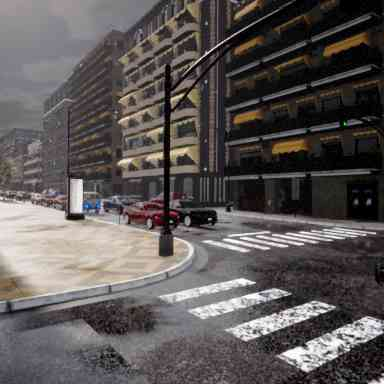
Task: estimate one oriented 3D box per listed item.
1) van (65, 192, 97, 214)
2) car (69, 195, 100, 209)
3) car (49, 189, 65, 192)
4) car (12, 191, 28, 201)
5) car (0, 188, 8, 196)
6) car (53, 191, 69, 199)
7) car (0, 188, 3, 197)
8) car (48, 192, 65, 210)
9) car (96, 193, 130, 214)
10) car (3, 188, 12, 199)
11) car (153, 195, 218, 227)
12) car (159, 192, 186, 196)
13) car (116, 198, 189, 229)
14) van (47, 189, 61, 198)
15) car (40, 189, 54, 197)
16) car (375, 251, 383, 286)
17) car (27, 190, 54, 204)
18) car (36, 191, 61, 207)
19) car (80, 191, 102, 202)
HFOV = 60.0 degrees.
[{"bbox_3d":[-9.071,0.881,28.218,1.690,1.788,3.998,2,0,-36],"label":"van"},{"bbox_3d":[-11.826,1.039,36.369,1.895,1.301,4.718,1,0,-36],"label":"car"},{"bbox_3d":[-17.682,0.635,44.463,2.097,1.767,4.553,1,0,-36],"label":"car"},{"bbox_3d":[-25.748,0.542,51.063,1.967,1.590,4.097,2,0,-36],"label":"car"},{"bbox_3d":[-42.419,-0.022,73.909,2.192,1.841,5.009,2,0,-36],"label":"car"},{"bbox_3d":[-25.757,0.530,65.286,1.752,1.417,4.829,2,0,-36],"label":"car"},{"bbox_3d":[-39.091,0.301,69.339,2.008,1.369,4.403,2,0,-36],"label":"car"},{"bbox_3d":[-12.412,0.997,32.787,1.887,1.381,4.507,2,0,-36],"label":"car"},{"bbox_3d":[-6.004,1.083,28.382,2.128,1.511,4.902,1,0,-36],"label":"car"},{"bbox_3d":[-32.421,0.471,60.202,1.887,1.381,4.507,2,0,-36],"label":"car"},{"bbox_3d":[-0.419,1.217,20.722,1.882,1.535,5.008,1,0,-35],"label":"car"},{"bbox_3d":[-2.307,0.937,33.164,2.192,1.841,5.009,2,0,-36],"label":"car"},{"bbox_3d":[-2.408,1.261,19.080,1.887,1.381,4.507,2,0,-36],"label":"car"},{"bbox_3d":[-28.986,0.261,69.717,1.690,1.788,3.998,2,0,-36],"label":"van"},{"bbox_3d":[-32.324,0.272,74.286,1.967,1.590,4.097,2,0,-36],"label":"car"},{"bbox_3d":[6.514,1.225,6.224,5.566,2.045,2.150,0,-1,-3],"label":"car"},{"bbox_3d":[-18.981,0.805,41.788,1.752,1.417,4.829,2,0,-36],"label":"car"},{"bbox_3d":[-15.747,0.909,37.356,1.887,1.381,4.507,2,0,-36],"label":"car"},{"bbox_3d":[-15.650,0.711,51.441,1.967,1.590,4.097,2,0,-36],"label":"car"}]
